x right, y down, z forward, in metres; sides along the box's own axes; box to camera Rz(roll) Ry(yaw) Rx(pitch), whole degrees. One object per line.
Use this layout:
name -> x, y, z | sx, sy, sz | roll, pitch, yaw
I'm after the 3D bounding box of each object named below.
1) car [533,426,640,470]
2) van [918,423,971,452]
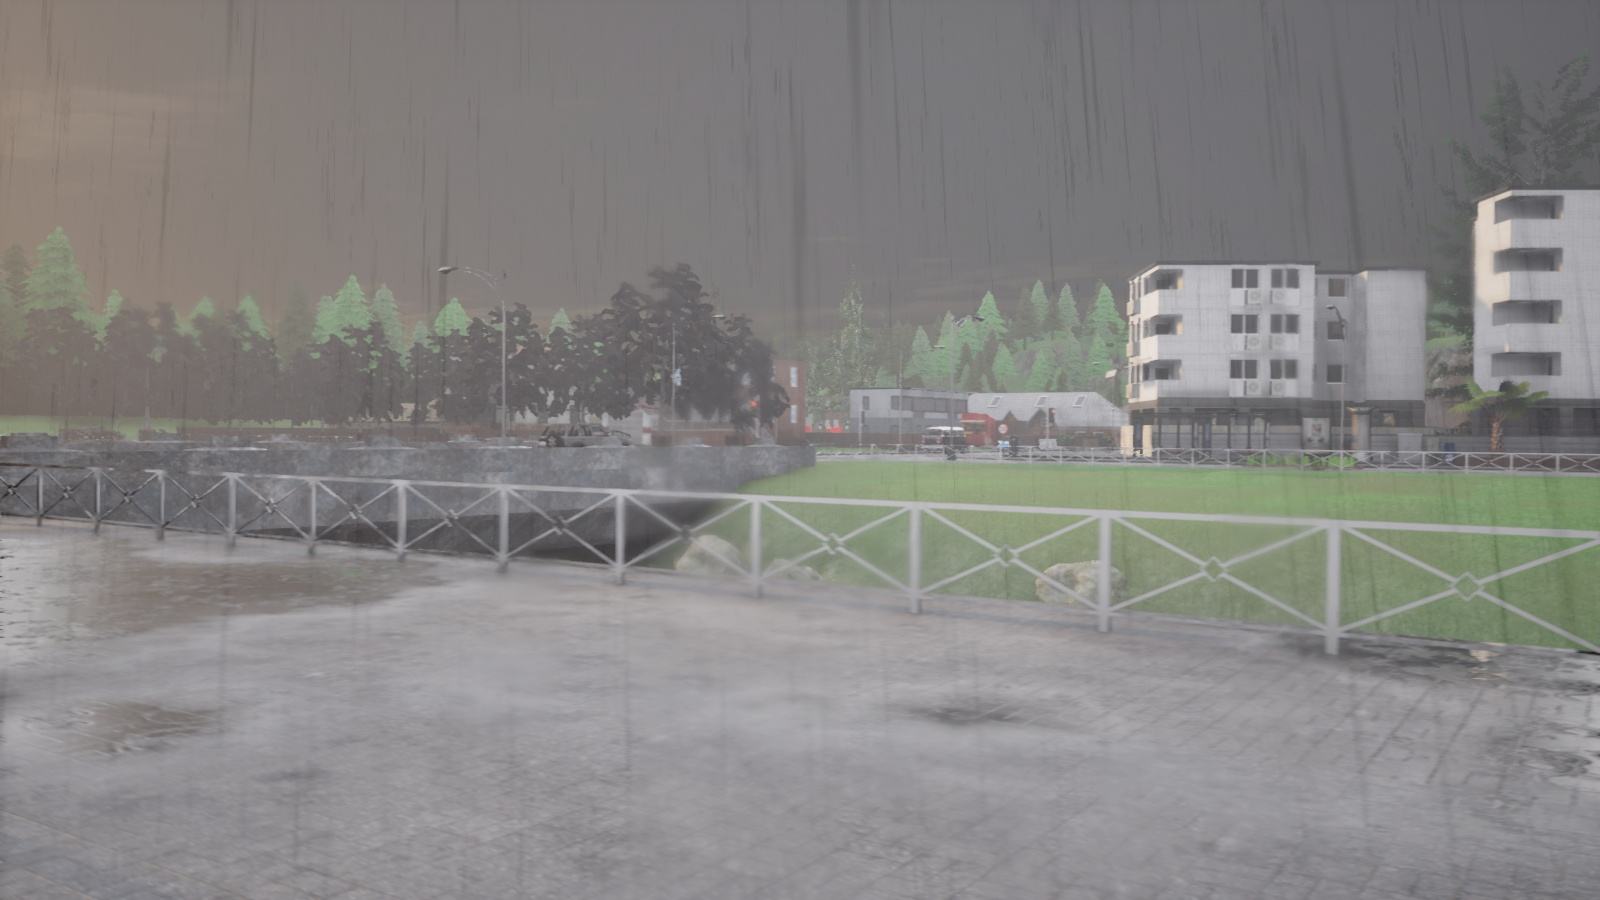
car -> -9.323, -0.119, 55.076 | 1.932, 1.855, 4.605 | 0, 1, 35
van -> 10.659, -0.899, 92.337 | 2.069, 2.038, 4.480 | 0, 0, 34
